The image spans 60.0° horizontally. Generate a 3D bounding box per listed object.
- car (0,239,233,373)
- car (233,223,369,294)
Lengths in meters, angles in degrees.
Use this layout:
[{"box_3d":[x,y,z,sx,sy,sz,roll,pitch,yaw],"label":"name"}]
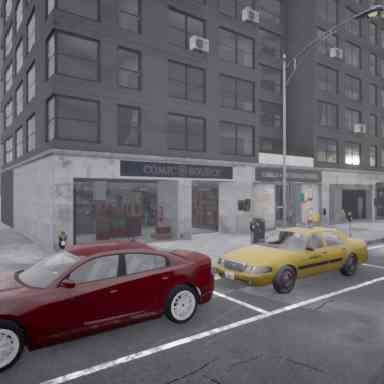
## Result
[{"box_3d":[-1.682,1.545,5.569,4.507,1.381,1.887,0,0,-36],"label":"car"},{"box_3d":[2.791,1.525,8.768,4.829,1.417,1.752,0,0,-36],"label":"car"}]
